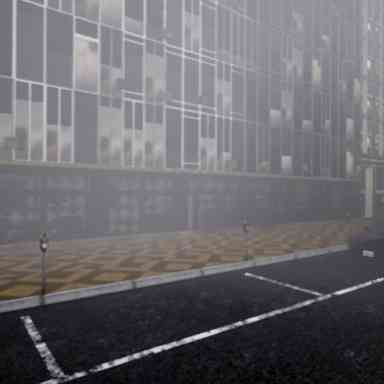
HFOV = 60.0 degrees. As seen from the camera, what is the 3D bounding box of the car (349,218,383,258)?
[{"bbox_3d":[7.366,1.584,11.804,4.313,1.339,1.947,0,0,-35],"label":"car"}]
